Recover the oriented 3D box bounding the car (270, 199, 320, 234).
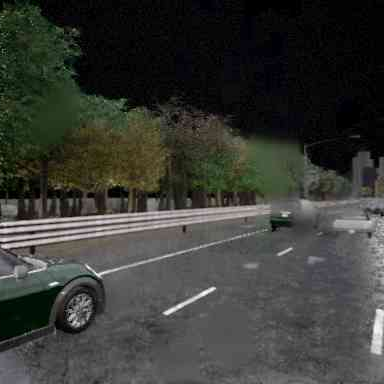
[{"bbox_3d":[6.771,1.494,21.654,2.150,2.045,5.566,0,-1,31],"label":"car"}]

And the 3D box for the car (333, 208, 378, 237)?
[{"bbox_3d":[9.735,1.846,19.759,1.895,1.301,4.718,-1,-1,31],"label":"car"}]

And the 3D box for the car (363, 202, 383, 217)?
[{"bbox_3d":[20.943,1.890,38.358,2.097,1.767,4.553,-1,-1,31],"label":"car"}]

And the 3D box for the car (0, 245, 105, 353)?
[{"bbox_3d":[-3.416,1.410,4.716,2.097,1.767,4.553,-1,-1,31],"label":"car"}]
